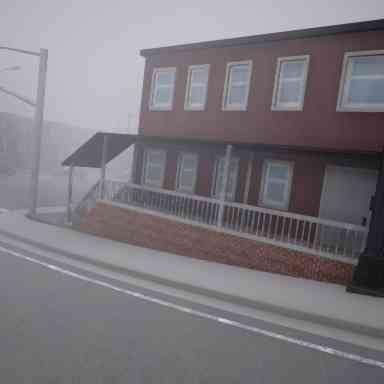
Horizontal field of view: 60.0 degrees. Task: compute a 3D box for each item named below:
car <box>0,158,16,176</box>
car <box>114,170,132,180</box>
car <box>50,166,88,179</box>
[{"bbox_3d":[-20.243,-2.653,33.255,2.097,1.767,4.553,10,6,36],"label":"car"},{"bbox_3d":[-9.175,-2.470,48.567,1.812,1.442,4.674,10,6,35],"label":"car"},{"bbox_3d":[-14.945,-2.475,40.593,1.812,1.442,4.674,10,6,36],"label":"car"}]
